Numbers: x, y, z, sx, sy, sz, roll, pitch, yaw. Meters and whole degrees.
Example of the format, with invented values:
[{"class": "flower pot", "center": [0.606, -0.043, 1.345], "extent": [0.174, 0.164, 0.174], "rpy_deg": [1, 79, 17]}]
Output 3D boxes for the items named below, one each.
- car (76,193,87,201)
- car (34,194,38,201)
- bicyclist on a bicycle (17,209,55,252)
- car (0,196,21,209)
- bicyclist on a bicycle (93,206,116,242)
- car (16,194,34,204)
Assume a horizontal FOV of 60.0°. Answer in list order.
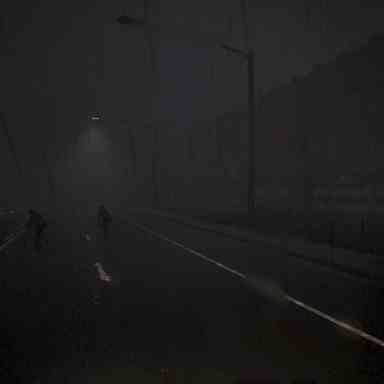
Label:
[{"class": "car", "center": [-26.235, 1.292, 79.039], "extent": [1.812, 1.442, 4.674], "rpy_deg": [0, 1, -20]}, {"class": "car", "center": [-36.101, 1.288, 75.445], "extent": [2.128, 1.511, 4.902], "rpy_deg": [0, 1, -20]}, {"class": "bicyclist on a bicycle", "center": [-5.901, 1.454, 12.541], "extent": [1.656, 1.620, 0.582], "rpy_deg": [-1, 0, 13]}, {"class": "car", "center": [-25.349, 1.601, 45.838], "extent": [1.895, 1.301, 4.718], "rpy_deg": [0, 0, -20]}, {"class": "bicyclist on a bicycle", "center": [-4.007, 1.453, 15.170], "extent": [1.656, 1.620, 0.582], "rpy_deg": [0, 0, 39]}, {"class": "car", "center": [-31.250, 1.458, 62.213], "extent": [1.837, 1.490, 4.892], "rpy_deg": [0, 0, -20]}]
